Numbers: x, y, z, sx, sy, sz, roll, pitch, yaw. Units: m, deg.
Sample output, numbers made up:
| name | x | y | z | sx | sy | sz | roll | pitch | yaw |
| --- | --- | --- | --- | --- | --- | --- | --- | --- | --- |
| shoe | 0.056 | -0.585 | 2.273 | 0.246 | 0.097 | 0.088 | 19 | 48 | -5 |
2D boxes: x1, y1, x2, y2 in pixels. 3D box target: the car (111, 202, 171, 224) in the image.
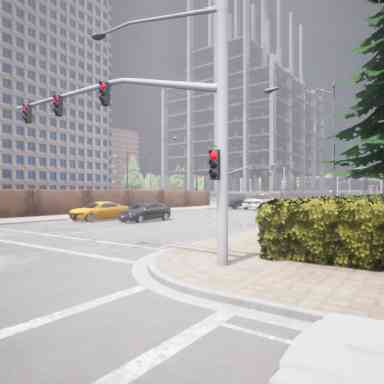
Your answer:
| name | x | y | z | sx | sy | sz | roll | pitch | yaw |
| --- | --- | --- | --- | --- | --- | --- | --- | --- | --- |
| car | -3.608 | 1.557 | 25.867 | 1.837 | 1.490 | 4.892 | 0 | 1 | 35 |

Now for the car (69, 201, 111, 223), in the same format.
| name | x | y | z | sx | sy | sz | roll | pitch | yaw |
| --- | --- | --- | --- | --- | --- | --- | --- | --- | --- |
| car | -7.381 | 1.533 | 26.603 | 1.882 | 1.535 | 5.008 | 0 | 0 | 35 |

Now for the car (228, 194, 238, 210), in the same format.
| name | x | y | z | sx | sy | sz | roll | pitch | yaw |
| --- | --- | --- | --- | --- | --- | --- | --- | --- | --- |
| car | 5.679 | 1.281 | 44.802 | 2.150 | 2.045 | 5.566 | 0 | 0 | 36 |

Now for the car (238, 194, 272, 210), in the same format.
| name | x | y | z | sx | sy | sz | roll | pitch | yaw |
| --- | --- | --- | --- | --- | --- | --- | --- | --- | --- |
| car | 8.530 | 1.281 | 42.772 | 2.150 | 2.045 | 5.566 | 0 | 0 | 36 |

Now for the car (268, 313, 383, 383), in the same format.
| name | x | y | z | sx | sy | sz | roll | pitch | yaw |
| --- | --- | --- | --- | --- | --- | --- | --- | --- | --- |
| car | 2.828 | 1.601 | 1.951 | 4.718 | 1.301 | 1.895 | 0 | 0 | 36 |
